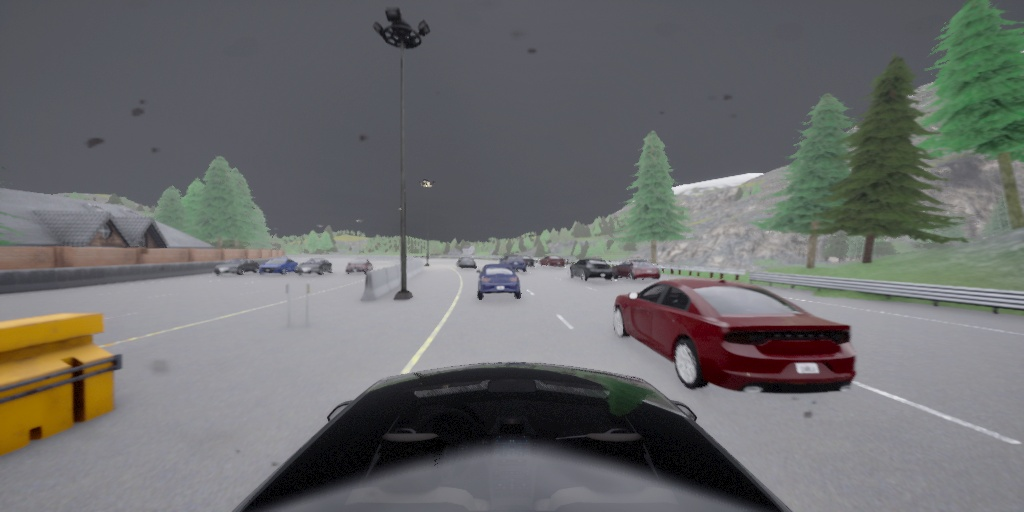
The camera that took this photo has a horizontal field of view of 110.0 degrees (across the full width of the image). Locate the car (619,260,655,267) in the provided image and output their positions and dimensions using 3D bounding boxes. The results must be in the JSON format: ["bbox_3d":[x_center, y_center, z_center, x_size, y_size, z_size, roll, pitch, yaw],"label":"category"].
[{"bbox_3d":[8.874,0.977,25.948,1.994,1.385,4.181,0,1,-8],"label":"car"}]

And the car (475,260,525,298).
[{"bbox_3d":[-0.689,1.091,16.815,1.812,1.442,4.674,0,1,-5],"label":"car"}]

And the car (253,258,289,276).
[{"bbox_3d":[-21.098,0.932,32.621,1.882,1.535,5.008,0,1,-12],"label":"car"}]

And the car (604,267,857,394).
[{"bbox_3d":[3.451,1.151,6.754,1.882,1.535,5.008,0,1,-2],"label":"car"}]

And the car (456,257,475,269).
[{"bbox_3d":[-5.653,0.813,43.990,1.994,1.385,4.181,0,1,-16],"label":"car"}]

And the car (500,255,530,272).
[{"bbox_3d":[-0.056,0.679,35.750,2.097,1.767,4.553,0,1,-11],"label":"car"}]

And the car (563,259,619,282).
[{"bbox_3d":[5.436,0.941,25.320,1.837,1.490,4.892,1,1,-9],"label":"car"}]

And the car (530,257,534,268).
[{"bbox_3d":[1.292,0.679,45.480,1.882,1.535,5.008,0,1,-16],"label":"car"}]

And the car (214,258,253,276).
[{"bbox_3d":[-24.594,0.966,32.232,2.128,1.511,4.902,0,1,-12],"label":"car"}]

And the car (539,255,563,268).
[{"bbox_3d":[4.989,0.666,45.303,1.882,1.535,5.008,0,1,-15],"label":"car"}]

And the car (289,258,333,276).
[{"bbox_3d":[-17.315,0.943,31.644,2.128,1.511,4.902,0,1,-12],"label":"car"}]

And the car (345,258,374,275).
[{"bbox_3d":[-14.096,0.942,33.354,1.812,1.442,4.674,0,1,-12],"label":"car"}]
